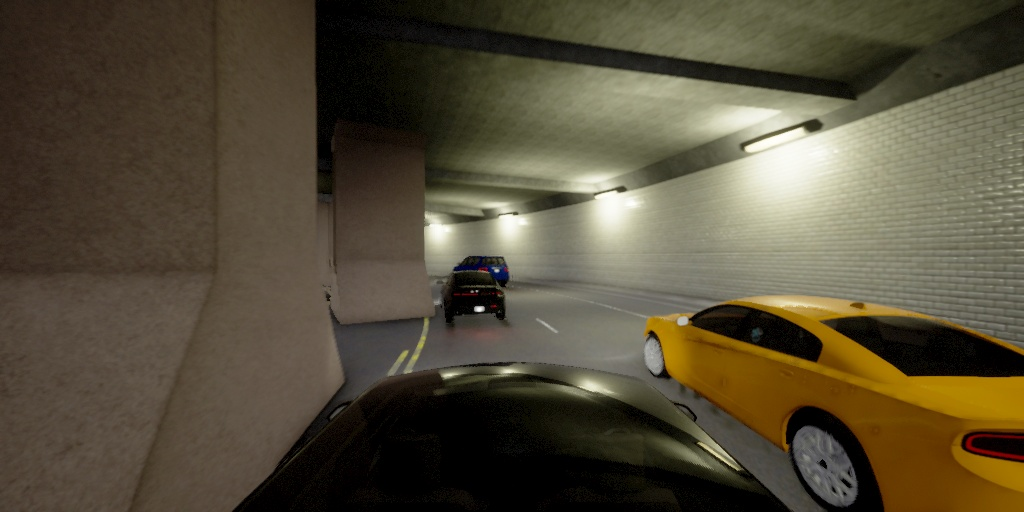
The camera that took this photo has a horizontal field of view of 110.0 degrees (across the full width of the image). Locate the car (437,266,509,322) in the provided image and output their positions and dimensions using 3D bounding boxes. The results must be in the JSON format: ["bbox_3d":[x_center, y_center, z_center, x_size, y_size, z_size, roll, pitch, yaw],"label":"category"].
[{"bbox_3d":[-1.506,1.262,12.535,1.837,1.490,4.892,0,0,-14],"label":"car"}]

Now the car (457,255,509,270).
[{"bbox_3d":[-2.195,0.981,23.716,2.150,2.045,5.566,0,0,-29],"label":"car"}]

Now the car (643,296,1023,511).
[{"bbox_3d":[3.292,1.210,4.274,1.882,1.535,5.008,0,0,-3],"label":"car"}]
